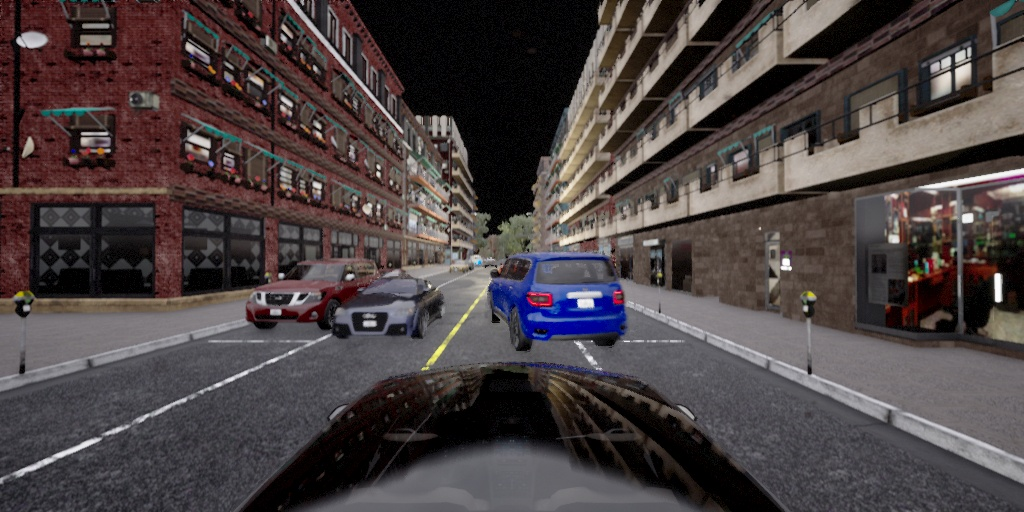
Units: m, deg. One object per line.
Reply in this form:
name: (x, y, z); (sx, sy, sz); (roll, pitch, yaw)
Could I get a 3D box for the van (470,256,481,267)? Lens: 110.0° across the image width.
van: (-5.700, 0.816, 55.706); (1.690, 1.789, 3.998); (0, 0, 0)

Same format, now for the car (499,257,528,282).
car: (0.088, 0.966, 28.091); (2.097, 1.767, 4.553); (0, 0, 0)

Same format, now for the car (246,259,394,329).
car: (-5.691, 1.016, 11.138); (2.192, 1.841, 5.009); (0, 0, 0)

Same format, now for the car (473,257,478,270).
car: (-5.697, 1.098, 44.564); (1.948, 1.339, 4.313); (0, 0, 0)

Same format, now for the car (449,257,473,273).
car: (-5.696, 1.085, 38.823); (1.751, 1.417, 4.829); (0, 0, 0)

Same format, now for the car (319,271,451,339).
car: (-3.100, 1.272, 9.796); (1.994, 1.385, 4.181); (0, 0, 0)

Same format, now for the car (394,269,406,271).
car: (-5.691, 1.255, 16.709); (1.802, 1.307, 4.207); (0, 0, 0)

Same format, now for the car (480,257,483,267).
car: (-3.009, 1.047, 52.293); (2.033, 1.411, 5.357); (0, 0, 0)

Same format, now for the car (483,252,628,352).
car: (0.774, 0.934, 9.106); (2.150, 2.045, 5.566); (0, 0, -12)
